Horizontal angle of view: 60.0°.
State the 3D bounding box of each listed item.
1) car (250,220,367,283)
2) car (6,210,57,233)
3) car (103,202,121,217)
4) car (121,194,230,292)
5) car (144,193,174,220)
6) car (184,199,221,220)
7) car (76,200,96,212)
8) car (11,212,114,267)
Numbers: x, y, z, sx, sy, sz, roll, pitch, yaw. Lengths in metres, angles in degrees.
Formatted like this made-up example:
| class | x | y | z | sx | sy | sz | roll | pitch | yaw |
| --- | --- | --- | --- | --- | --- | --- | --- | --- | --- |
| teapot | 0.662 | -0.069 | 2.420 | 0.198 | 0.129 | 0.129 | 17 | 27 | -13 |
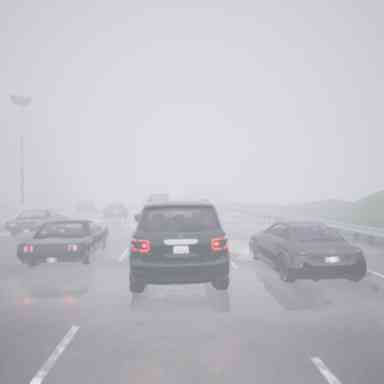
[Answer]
| class | x | y | z | sx | sy | sz | roll | pitch | yaw |
| --- | --- | --- | --- | --- | --- | --- | --- | --- | --- |
| car | 3.028 | 1.494 | 9.519 | 1.994 | 1.385 | 4.181 | -1 | 0 | -4 |
| car | -8.489 | 1.639 | 18.674 | 1.895 | 1.301 | 4.718 | -1 | 0 | -7 |
| car | -6.593 | 1.543 | 28.922 | 1.994 | 1.385 | 4.181 | -1 | 0 | -10 |
| car | -0.413 | 1.195 | 9.059 | 2.150 | 2.045 | 5.566 | -1 | 0 | -4 |
| car | -3.006 | 1.157 | 28.952 | 2.150 | 2.045 | 5.566 | -1 | 0 | -10 |
| car | 0.736 | 1.386 | 27.797 | 2.128 | 1.511 | 4.902 | -1 | 0 | -10 |
| car | -12.260 | 1.615 | 38.661 | 1.895 | 1.301 | 4.718 | -1 | 0 | -14 |
| car | -4.130 | 1.610 | 11.520 | 1.895 | 1.301 | 4.718 | -1 | 0 | -5 |
